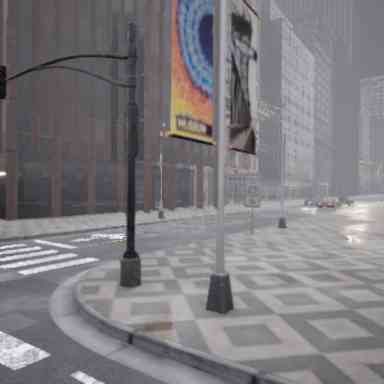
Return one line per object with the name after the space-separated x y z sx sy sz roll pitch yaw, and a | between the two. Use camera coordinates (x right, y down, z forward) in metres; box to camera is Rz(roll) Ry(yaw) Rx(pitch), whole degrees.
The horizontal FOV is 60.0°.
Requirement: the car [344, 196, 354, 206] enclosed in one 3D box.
23.048 1.339 50.001 1.837 1.490 4.892 1 1 35 | car

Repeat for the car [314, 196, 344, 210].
17.295 1.478 41.781 1.895 1.301 4.718 1 1 36 | car

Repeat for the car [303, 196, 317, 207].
17.230 1.310 46.972 2.128 1.511 4.902 1 1 35 | car
